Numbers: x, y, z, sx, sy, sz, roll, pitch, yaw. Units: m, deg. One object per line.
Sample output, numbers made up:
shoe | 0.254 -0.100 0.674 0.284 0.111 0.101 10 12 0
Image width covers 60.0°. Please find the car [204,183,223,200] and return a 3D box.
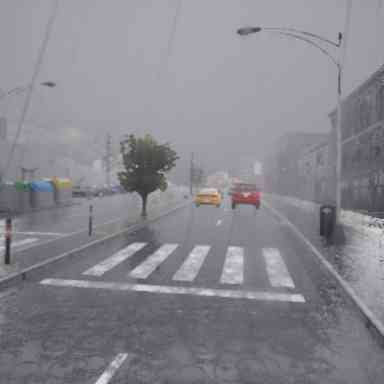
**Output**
car | 2.562 -0.118 38.753 2.097 1.767 4.553 1 2 5

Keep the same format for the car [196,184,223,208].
car | 1.470 0.412 28.382 1.882 1.535 5.008 1 2 7

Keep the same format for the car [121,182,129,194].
car | -11.020 -0.395 42.817 5.008 1.535 2.097 0 3 -15

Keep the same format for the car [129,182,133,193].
car | -10.838 -0.638 45.749 4.553 1.767 2.185 0 2 -16

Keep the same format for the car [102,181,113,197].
car | -11.535 -0.156 36.936 4.892 1.521 2.231 0 3 -14

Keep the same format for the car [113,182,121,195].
car | -11.273 -0.236 39.883 4.674 1.452 2.002 0 2 -14

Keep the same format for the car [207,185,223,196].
car | 3.287 -0.278 48.131 2.033 1.411 5.357 1 2 3

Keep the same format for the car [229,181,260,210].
car | 4.327 0.258 27.007 2.150 2.045 5.566 1 2 8

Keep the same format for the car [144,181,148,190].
car | -10.314 -0.862 54.600 4.892 1.521 2.231 0 3 -17

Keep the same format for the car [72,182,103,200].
car | -11.873 -0.006 33.993 4.792 1.488 2.163 0 3 -14

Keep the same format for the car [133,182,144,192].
car | -10.449 -0.746 51.649 4.892 1.521 2.231 0 3 -17
